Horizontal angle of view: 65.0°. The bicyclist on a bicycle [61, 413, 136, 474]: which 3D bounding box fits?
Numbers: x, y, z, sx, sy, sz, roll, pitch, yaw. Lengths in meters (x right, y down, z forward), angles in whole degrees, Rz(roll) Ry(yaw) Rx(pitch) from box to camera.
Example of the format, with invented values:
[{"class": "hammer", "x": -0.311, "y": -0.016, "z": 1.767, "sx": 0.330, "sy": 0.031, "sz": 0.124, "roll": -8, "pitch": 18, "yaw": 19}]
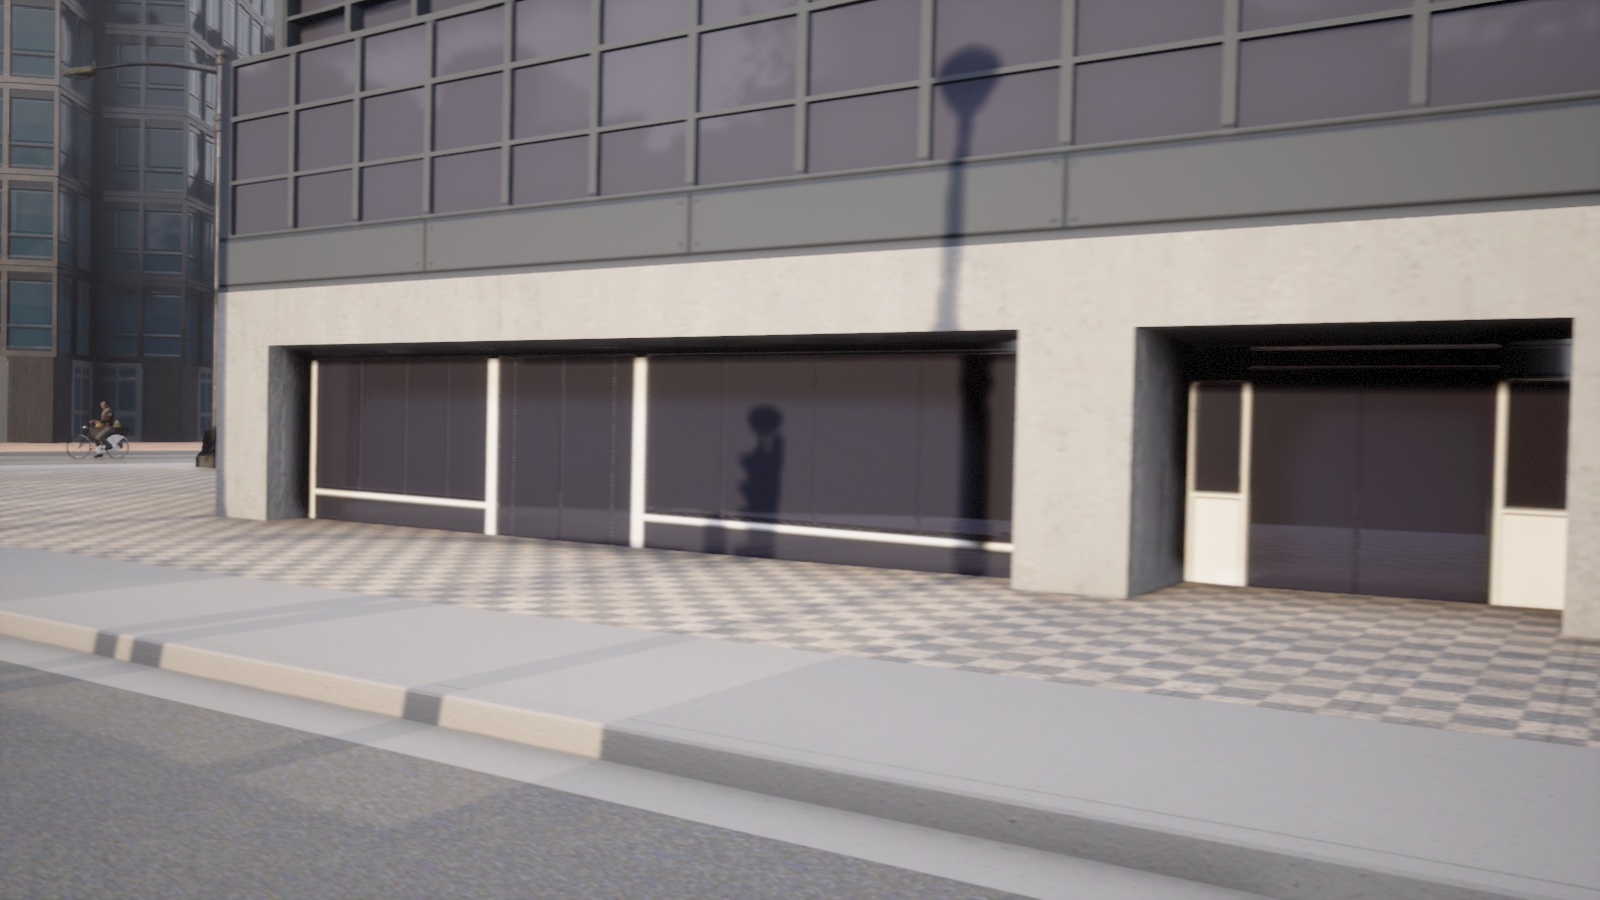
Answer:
[{"class": "bicyclist on a bicycle", "x": -21.009, "y": -0.200, "z": 37.633, "sx": 0.659, "sy": 1.776, "sz": 1.843, "roll": 1, "pitch": 1, "yaw": 34}]
